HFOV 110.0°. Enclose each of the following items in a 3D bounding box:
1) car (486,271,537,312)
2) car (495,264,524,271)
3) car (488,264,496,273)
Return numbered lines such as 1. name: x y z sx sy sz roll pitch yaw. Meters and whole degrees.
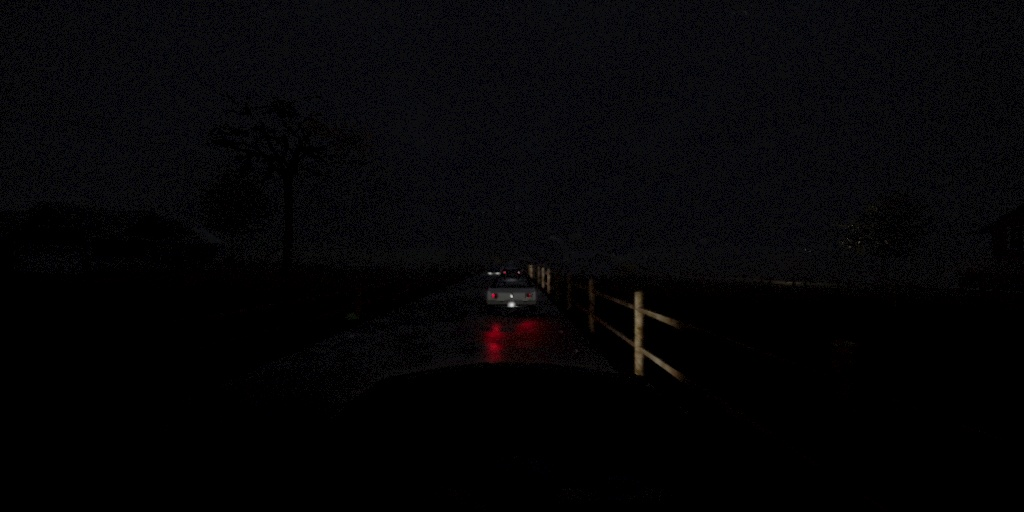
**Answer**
1. car: 0.001 1.486 15.099 1.895 1.301 4.718 0 -1 0
2. car: -0.014 1.537 30.357 2.128 1.511 4.902 0 -1 0
3. car: -2.891 2.038 59.295 2.033 1.411 5.357 0 -1 0
